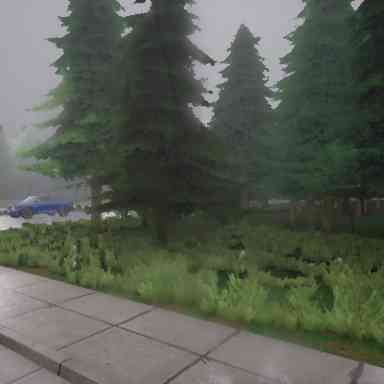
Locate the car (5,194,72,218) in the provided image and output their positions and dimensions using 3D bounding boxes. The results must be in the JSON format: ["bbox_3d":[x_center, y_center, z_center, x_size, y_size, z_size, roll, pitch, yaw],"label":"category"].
[{"bbox_3d":[-13.053,1.187,28.807,2.150,2.045,5.566,0,1,35],"label":"car"}]
